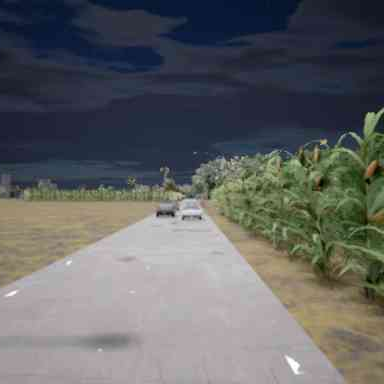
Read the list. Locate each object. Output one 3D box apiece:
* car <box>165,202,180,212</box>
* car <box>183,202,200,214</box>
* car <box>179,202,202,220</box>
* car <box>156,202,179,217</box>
[{"bbox_3d":[-2.804,2.149,48.957,1.994,1.385,4.181,0,-1,0],"label":"car"},{"bbox_3d":[-0.028,2.050,44.199,2.033,1.411,5.357,0,-1,0],"label":"car"},{"bbox_3d":[-0.033,1.971,32.313,1.895,1.301,4.718,0,-1,0],"label":"car"},{"bbox_3d":[-2.790,1.891,36.157,1.882,1.535,5.008,0,-1,0],"label":"car"}]
